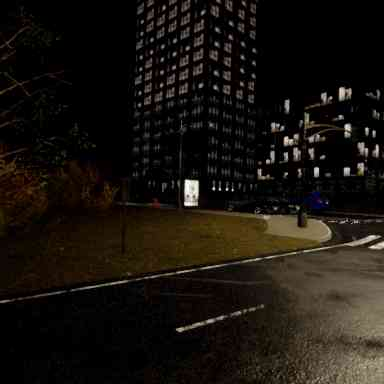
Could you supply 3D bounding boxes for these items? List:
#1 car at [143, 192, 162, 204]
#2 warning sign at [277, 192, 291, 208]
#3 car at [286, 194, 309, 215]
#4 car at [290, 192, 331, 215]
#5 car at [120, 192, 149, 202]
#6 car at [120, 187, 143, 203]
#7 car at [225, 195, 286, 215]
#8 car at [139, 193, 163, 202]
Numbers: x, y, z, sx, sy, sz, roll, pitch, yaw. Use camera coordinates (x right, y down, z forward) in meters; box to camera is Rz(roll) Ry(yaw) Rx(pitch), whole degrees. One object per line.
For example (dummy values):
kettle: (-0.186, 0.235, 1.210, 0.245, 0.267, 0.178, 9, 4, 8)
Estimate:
car: (-6.086, 0.748, 45.036, 2.128, 1.511, 4.902, 3, -1, -41)
warning sign: (10.967, 0.988, 39.522, 1.300, 1.860, 1.060, 2, -1, -40)
car: (7.209, 1.125, 29.157, 2.128, 1.511, 4.902, 3, -1, -39)
car: (10.098, 0.985, 31.074, 2.150, 2.045, 5.566, 3, -1, -39)
car: (-9.442, 0.762, 53.991, 2.033, 1.411, 5.357, 3, -1, -41)
car: (-9.153, 0.343, 43.641, 2.150, 2.045, 5.566, 3, -1, -41)
car: (4.799, 1.024, 26.972, 1.837, 1.490, 4.892, 3, -1, -39)
car: (-6.879, 0.899, 55.992, 1.994, 1.385, 4.181, 3, -1, -41)
